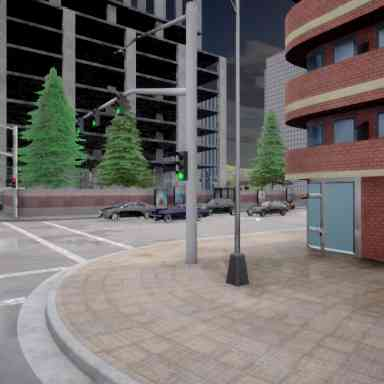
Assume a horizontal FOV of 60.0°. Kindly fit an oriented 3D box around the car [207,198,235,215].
[{"bbox_3d":[2.198,1.407,32.882,4.553,1.767,2.097,0,0,-35],"label":"car"}]

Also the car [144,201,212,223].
[{"bbox_3d":[-1.025,1.656,26.315,4.718,1.301,1.895,0,0,-35],"label":"car"}]

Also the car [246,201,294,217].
[{"bbox_3d":[7.355,1.581,32.239,4.674,1.442,1.812,0,0,-35],"label":"car"}]

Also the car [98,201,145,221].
[{"bbox_3d":[-5.288,1.547,27.587,4.902,1.511,2.128,0,0,-35],"label":"car"}]
